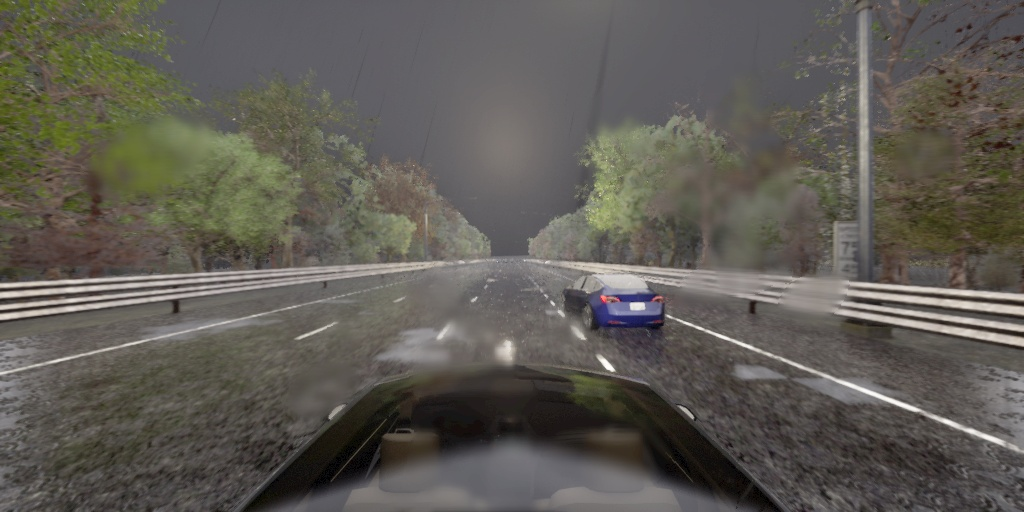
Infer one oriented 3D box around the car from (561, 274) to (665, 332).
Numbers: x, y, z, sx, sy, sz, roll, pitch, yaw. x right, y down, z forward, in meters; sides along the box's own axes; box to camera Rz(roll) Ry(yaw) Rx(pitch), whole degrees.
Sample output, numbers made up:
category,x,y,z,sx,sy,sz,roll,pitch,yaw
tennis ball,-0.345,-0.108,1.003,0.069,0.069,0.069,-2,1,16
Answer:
category,x,y,z,sx,sy,sz,roll,pitch,yaw
car,2.879,1.290,11.124,2.163,1.488,4.792,0,0,-5
